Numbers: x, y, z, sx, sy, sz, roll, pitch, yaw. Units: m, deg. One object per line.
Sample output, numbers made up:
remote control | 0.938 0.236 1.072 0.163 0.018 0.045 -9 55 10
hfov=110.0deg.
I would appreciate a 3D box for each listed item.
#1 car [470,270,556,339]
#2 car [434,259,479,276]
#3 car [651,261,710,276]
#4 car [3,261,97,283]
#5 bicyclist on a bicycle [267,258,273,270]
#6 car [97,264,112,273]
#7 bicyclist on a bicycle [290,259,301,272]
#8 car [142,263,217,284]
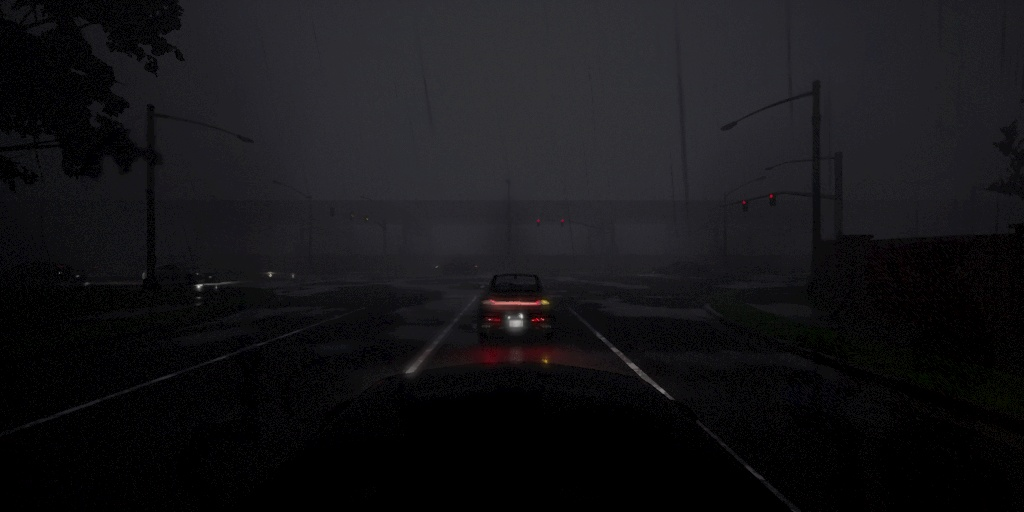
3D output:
car | 0.099 1.242 10.137 2.128 1.511 4.902 0 0 0
car | -5.650 1.101 36.851 4.553 1.767 2.097 0 0 2
car | 16.972 1.226 36.234 5.357 1.411 2.033 0 0 2
car | -35.056 1.241 26.999 4.902 1.511 2.128 0 0 2
bicyclist on a bicycle | -31.583 1.050 46.803 0.582 1.620 1.656 0 0 -33
car | -49.647 1.297 41.451 5.357 1.411 2.033 0 0 2
bicyclist on a bicycle | -27.031 1.203 44.712 0.582 1.620 1.656 0 0 14
car | -24.683 1.276 26.673 4.674 1.442 1.812 0 0 2
